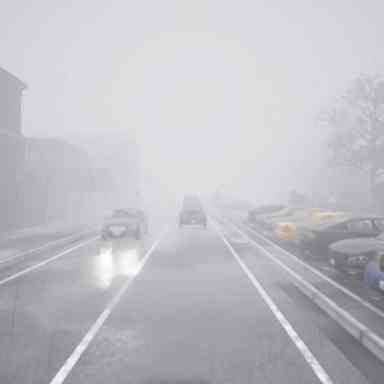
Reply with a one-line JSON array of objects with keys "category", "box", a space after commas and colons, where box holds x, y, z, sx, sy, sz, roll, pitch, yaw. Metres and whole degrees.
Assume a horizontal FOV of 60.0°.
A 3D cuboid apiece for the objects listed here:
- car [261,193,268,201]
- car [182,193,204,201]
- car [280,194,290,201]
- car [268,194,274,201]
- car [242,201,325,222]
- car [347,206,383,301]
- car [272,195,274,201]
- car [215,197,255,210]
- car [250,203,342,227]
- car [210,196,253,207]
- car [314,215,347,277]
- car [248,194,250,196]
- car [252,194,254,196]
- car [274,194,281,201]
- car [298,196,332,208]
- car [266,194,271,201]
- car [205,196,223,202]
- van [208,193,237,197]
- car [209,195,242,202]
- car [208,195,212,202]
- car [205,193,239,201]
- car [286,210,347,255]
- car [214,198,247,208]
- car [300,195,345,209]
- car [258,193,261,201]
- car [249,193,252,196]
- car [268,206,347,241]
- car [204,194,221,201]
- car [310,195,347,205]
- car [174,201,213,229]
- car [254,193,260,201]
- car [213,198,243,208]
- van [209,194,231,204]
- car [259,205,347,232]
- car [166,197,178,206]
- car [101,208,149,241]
[{"category": "car", "box": [18.946, 1.581, 76.468, 4.553, 1.767, 2.185, 0, 0, 0]}, {"category": "car", "box": [-0.037, 1.402, 40.914, 2.150, 2.045, 5.566, 0, 0, 0]}, {"category": "car", "box": [18.907, 1.589, 59.759, 4.553, 1.767, 2.185, 0, 0, 0]}, {"category": "car", "box": [18.932, 1.712, 68.113, 5.008, 1.535, 2.097, 0, 0, 0]}, {"category": "car", "box": [6.130, 1.562, 22.628, 4.792, 1.488, 2.163, 0, 0, 0]}, {"category": "car", "box": [6.051, 1.255, 5.673, 5.566, 2.045, 2.435, 0, 0, 0]}, {"category": "car", "box": [19.115, 1.710, 65.454, 5.366, 1.575, 1.946, 0, 0, 0]}, {"category": "car", "box": [5.893, 1.761, 45.962, 4.674, 1.452, 2.002, 1, 0, 0]}, {"category": "car", "box": [6.099, 1.568, 19.801, 4.674, 1.452, 2.002, 0, 0, 0]}, {"category": "car", "box": [5.688, 1.717, 48.604, 5.366, 1.575, 1.946, 0, 0, 0]}, {"category": "car", "box": [6.088, 1.510, 8.499, 5.008, 1.535, 2.097, 0, 0, 0]}, {"category": "car", "box": [18.894, 1.726, 93.179, 4.674, 1.452, 2.002, 0, 0, 0]}, {"category": "car", "box": [18.867, 1.569, 87.610, 4.553, 1.767, 2.185, 0, 0, 0]}, {"category": "car", "box": [18.962, 1.462, 62.669, 5.566, 2.045, 2.435, 0, 0, 0]}, {"category": "car", "box": [18.981, 1.591, 51.529, 4.553, 1.767, 2.185, 0, 0, 0]}, {"category": "car", "box": [18.893, 1.740, 70.900, 4.792, 1.488, 2.163, 0, 0, 0]}, {"category": "car", "box": [5.790, 1.727, 87.570, 4.792, 1.488, 2.163, 0, 0, 0]}, {"category": "van", "box": [5.738, 1.490, 62.644, 4.442, 1.987, 1.878, 0, 0, 0]}, {"category": "car", "box": [5.833, 1.747, 56.953, 4.792, 1.488, 2.163, 0, 0, 0]}, {"category": "car", "box": [5.852, 1.718, 59.737, 4.892, 1.521, 2.231, 0, 0, 0]}, {"category": "car", "box": [5.822, 1.464, 65.303, 5.566, 2.045, 2.435, 0, 0, 0]}, {"category": "car", "box": [6.081, 1.515, 11.324, 5.008, 1.535, 2.097, 0, 0, 0]}, {"category": "car", "box": [5.899, 1.749, 51.387, 4.792, 1.488, 2.163, 0, 0, 0]}, {"category": "car", "box": [18.982, 1.467, 48.619, 5.566, 2.045, 2.435, 0, 0, 0]}, {"category": "car", "box": [18.917, 1.706, 79.254, 4.892, 1.521, 2.231, 0, 0, 0]}, {"category": "car", "box": [18.890, 1.691, 90.394, 5.008, 1.535, 2.097, 0, 0, 0]}, {"category": "car", "box": [6.275, 1.516, 14.150, 5.366, 1.575, 1.946, 0, 0, 0]}, {"category": "car", "box": [5.780, 1.563, 93.136, 4.553, 1.767, 2.185, 0, 0, 0]}, {"category": "car", "box": [18.926, 1.593, 45.833, 4.553, 1.767, 2.185, 0, 0, 0]}, {"category": "car", "box": [0.046, 1.631, 22.996, 2.128, 1.511, 4.902, 0, 0, 0]}, {"category": "car", "box": [18.879, 1.451, 82.037, 5.566, 2.045, 2.435, 0, 0, 0]}, {"category": "car", "box": [5.869, 1.758, 54.170, 4.674, 1.452, 2.002, 0, 0, 0]}, {"category": "van", "box": [5.730, 1.488, 68.086, 4.442, 1.987, 1.878, 0, 0, 0]}, {"category": "car", "box": [6.096, 1.564, 16.976, 4.674, 1.452, 2.002, 0, 0, 0]}, {"category": "car", "box": [-3.529, 1.714, 59.487, 1.812, 1.442, 4.674, 0, 0, 0]}, {"category": "car", "box": [-3.381, 1.603, 17.451, 2.128, 1.511, 4.902, 0, 0, 0]}]
